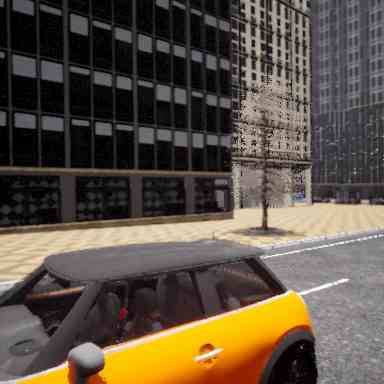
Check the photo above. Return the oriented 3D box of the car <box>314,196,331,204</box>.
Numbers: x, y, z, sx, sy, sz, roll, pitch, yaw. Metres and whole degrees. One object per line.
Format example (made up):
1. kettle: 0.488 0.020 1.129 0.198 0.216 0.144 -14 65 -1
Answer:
1. car: 23.476 1.470 61.489 1.947 1.339 4.313 0 1 -37

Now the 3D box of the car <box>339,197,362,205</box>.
1. car: 26.882 1.521 56.939 1.802 1.307 4.206 0 1 -37

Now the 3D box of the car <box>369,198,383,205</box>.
1. car: 30.322 1.540 52.412 1.947 1.339 4.313 0 1 -37

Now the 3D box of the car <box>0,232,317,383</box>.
1. car: -0.887 1.361 3.134 4.553 1.767 2.097 0 0 -36

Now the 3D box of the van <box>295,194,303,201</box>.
1. van: 23.269 1.047 75.637 1.690 1.788 3.998 0 1 -37
